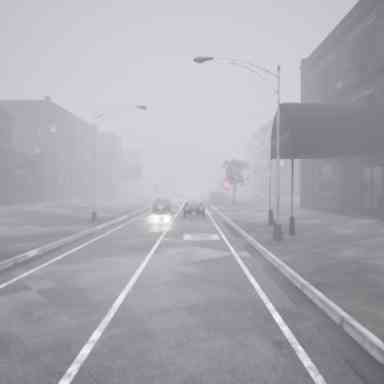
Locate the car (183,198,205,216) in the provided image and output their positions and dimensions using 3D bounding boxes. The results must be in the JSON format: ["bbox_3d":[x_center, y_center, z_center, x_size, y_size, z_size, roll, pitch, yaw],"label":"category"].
[{"bbox_3d":[0.174,1.454,29.906,1.895,1.301,4.718,0,0,0],"label":"car"}]

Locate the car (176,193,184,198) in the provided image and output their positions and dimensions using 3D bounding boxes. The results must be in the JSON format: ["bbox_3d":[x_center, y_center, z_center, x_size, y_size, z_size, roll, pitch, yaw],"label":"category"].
[{"bbox_3d":[-2.809,0.880,75.814,1.994,1.385,4.181,0,0,0],"label":"car"}]

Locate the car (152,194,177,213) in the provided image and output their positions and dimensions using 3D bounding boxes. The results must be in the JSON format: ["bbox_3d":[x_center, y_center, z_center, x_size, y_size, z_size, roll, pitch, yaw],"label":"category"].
[{"bbox_3d":[-3.005,1.315,34.315,2.128,1.511,4.902,0,0,0],"label":"car"}]
